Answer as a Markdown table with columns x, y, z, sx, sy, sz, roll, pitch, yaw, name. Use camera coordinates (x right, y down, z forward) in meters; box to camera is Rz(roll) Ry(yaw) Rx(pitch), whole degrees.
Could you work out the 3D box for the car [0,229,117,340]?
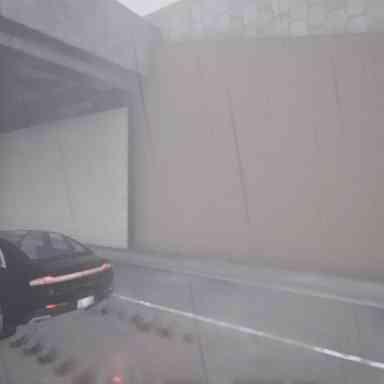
| x | y | z | sx | sy | sz | roll | pitch | yaw | name |
| --- | --- | --- | --- | --- | --- | --- | --- | --- | --- |
| -3.623 | 1.496 | 6.575 | 4.902 | 1.511 | 2.128 | 0 | 0 | 36 | car |
